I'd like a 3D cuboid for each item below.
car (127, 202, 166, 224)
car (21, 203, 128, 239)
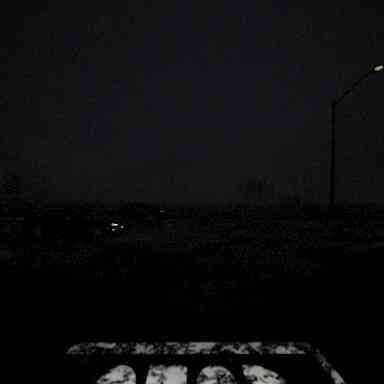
[{"bbox_3d":[-4.300,1.499,23.800,4.892,1.490,1.837,0,1,0],"label":"car"},{"bbox_3d":[-5.975,1.490,16.809,4.892,1.490,1.837,0,0,0],"label":"car"}]
